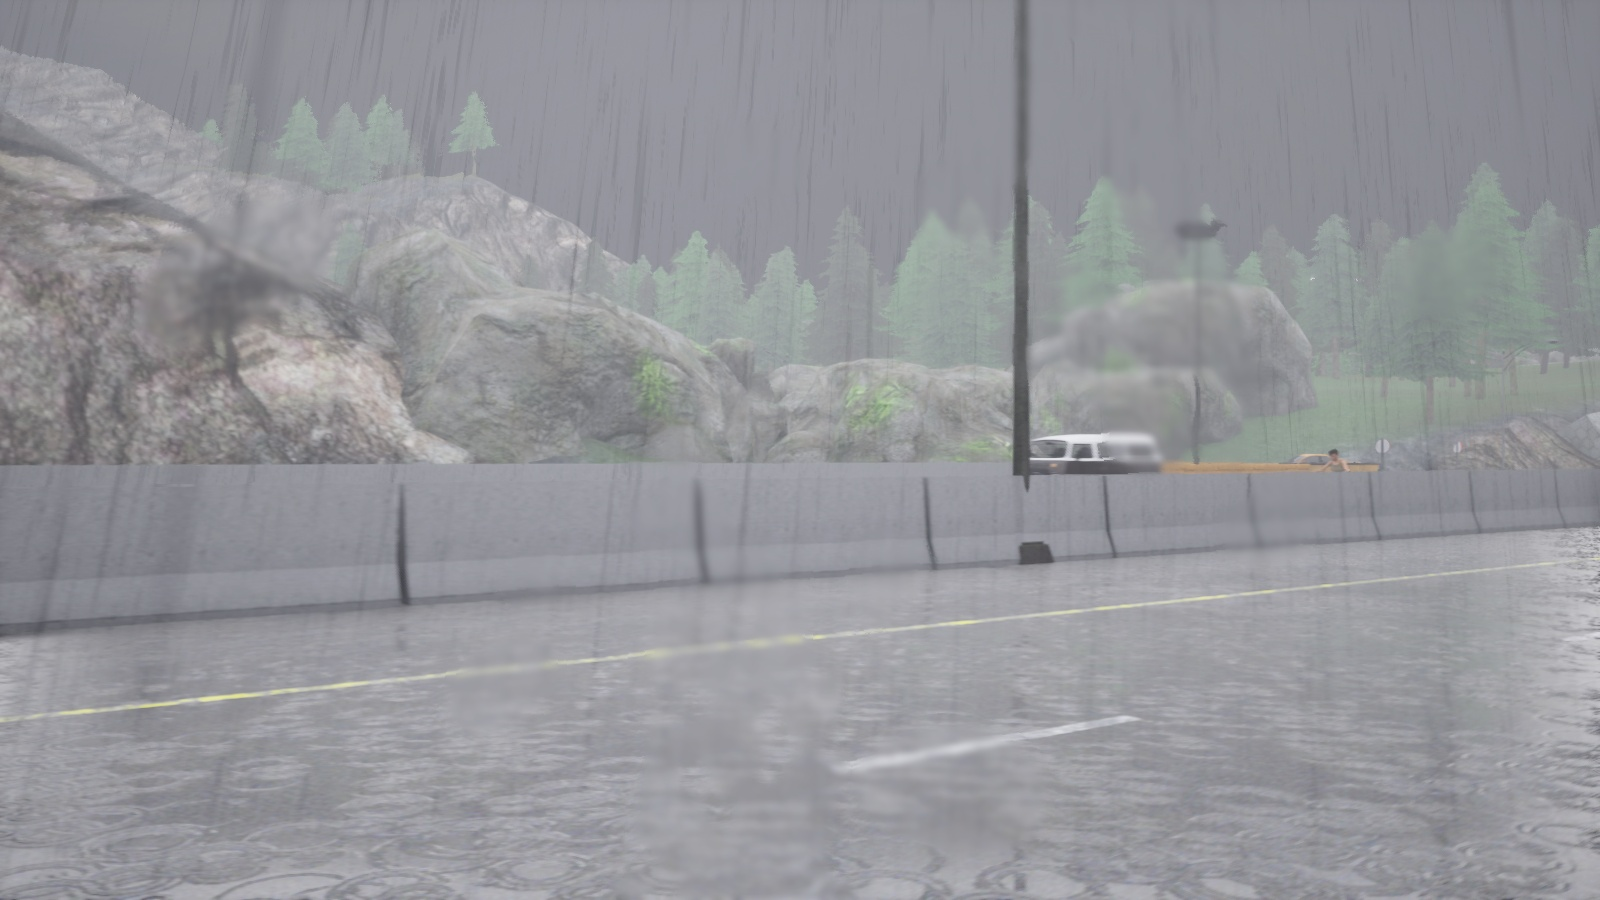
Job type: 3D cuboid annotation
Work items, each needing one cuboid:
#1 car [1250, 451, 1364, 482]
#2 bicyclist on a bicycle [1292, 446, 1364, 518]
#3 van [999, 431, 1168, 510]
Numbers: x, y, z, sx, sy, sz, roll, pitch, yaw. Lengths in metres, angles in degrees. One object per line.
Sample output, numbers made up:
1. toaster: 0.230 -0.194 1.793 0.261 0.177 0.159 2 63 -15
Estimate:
1. car: 25.620 0.824 63.609 5.008 1.535 1.882 0 0 0
2. bicyclist on a bicycle: 12.319 0.727 29.285 1.509 1.612 0.866 0 0 -35
3. van: 7.866 0.538 34.720 4.480 2.038 2.069 0 0 -35
